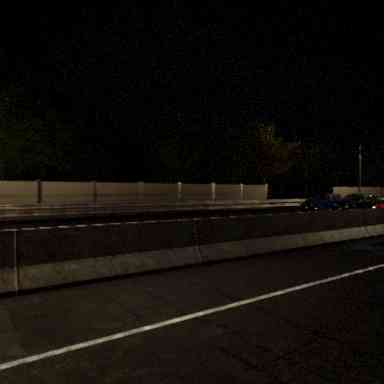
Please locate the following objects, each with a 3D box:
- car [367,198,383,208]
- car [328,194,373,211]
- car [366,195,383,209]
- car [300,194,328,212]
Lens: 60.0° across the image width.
[{"bbox_3d":[27.597,1.603,48.586,4.718,1.301,1.895,0,0,-38],"label":"car"},{"bbox_3d":[16.195,1.221,32.741,5.566,2.045,2.150,0,0,-36],"label":"car"},{"bbox_3d":[18.017,1.351,29.739,4.553,1.767,2.097,0,0,-35],"label":"car"},{"bbox_3d":[13.927,1.221,35.420,5.566,2.045,2.150,0,0,-35],"label":"car"}]
